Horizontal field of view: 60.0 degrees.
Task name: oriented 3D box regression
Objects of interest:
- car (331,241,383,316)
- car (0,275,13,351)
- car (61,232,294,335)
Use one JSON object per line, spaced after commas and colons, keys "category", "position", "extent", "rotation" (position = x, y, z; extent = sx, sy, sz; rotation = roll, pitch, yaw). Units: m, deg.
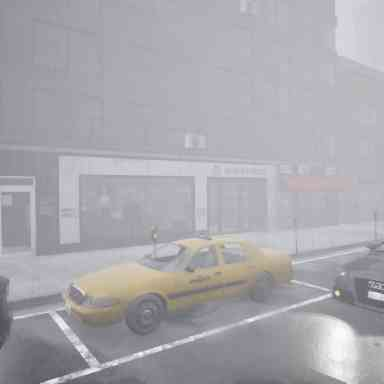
{"category": "car", "position": [4.718, 1.562, 6.734], "extent": [4.181, 1.385, 1.994], "rotation": [0, 0, -35]}
{"category": "car", "position": [-4.343, 1.566, 3.566], "extent": [4.313, 1.339, 1.947], "rotation": [0, -1, -35]}
{"category": "car", "position": [0.004, 1.524, 6.660], "extent": [4.829, 1.417, 1.752], "rotation": [0, -1, -35]}
